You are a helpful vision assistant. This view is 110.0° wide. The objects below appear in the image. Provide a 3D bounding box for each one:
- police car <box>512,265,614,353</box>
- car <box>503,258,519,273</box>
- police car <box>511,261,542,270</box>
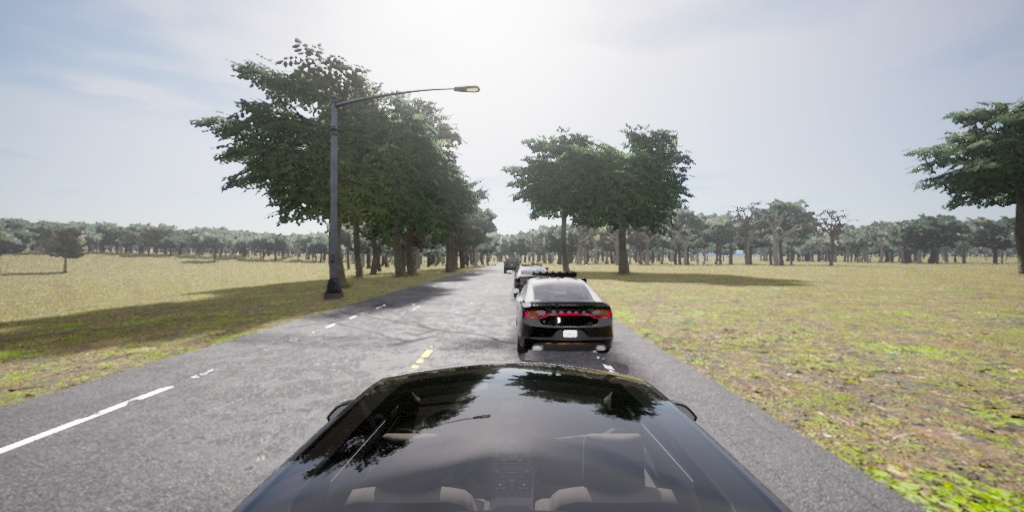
[{"bbox_3d":[1.043,1.199,9.028,1.930,1.638,5.238,0,0,0],"label":"police car"},{"bbox_3d":[-0.009,1.274,48.389,2.150,2.045,5.566,0,-1,0],"label":"car"},{"bbox_3d":[1.034,1.235,19.029,1.930,1.638,5.238,0,0,0],"label":"police car"}]
